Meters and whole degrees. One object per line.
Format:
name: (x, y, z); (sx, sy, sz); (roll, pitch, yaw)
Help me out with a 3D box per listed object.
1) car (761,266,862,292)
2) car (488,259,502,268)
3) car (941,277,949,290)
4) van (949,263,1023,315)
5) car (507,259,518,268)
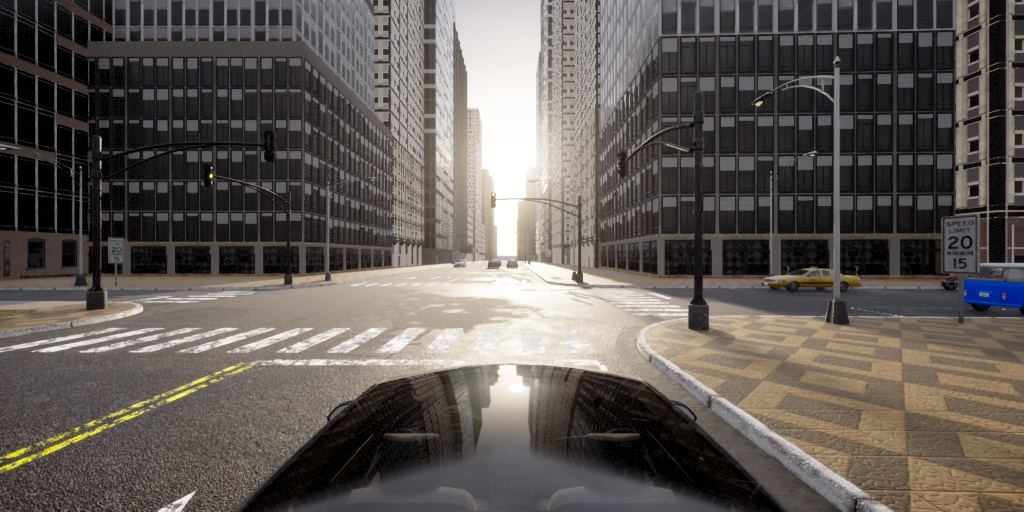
car: (17.099, 1.293, 20.646); (4.829, 1.417, 1.751); (0, 0, 2)
car: (-3.211, 1.335, 62.826); (1.882, 1.535, 5.008); (0, 0, 0)
car: (26.933, 1.356, 20.155); (4.207, 1.307, 1.802); (0, 0, 2)
van: (18.365, 1.119, 12.473); (3.998, 1.789, 1.690); (0, 0, 2)
car: (0.039, 1.425, 63.657); (1.994, 1.385, 4.181); (0, 0, 0)
